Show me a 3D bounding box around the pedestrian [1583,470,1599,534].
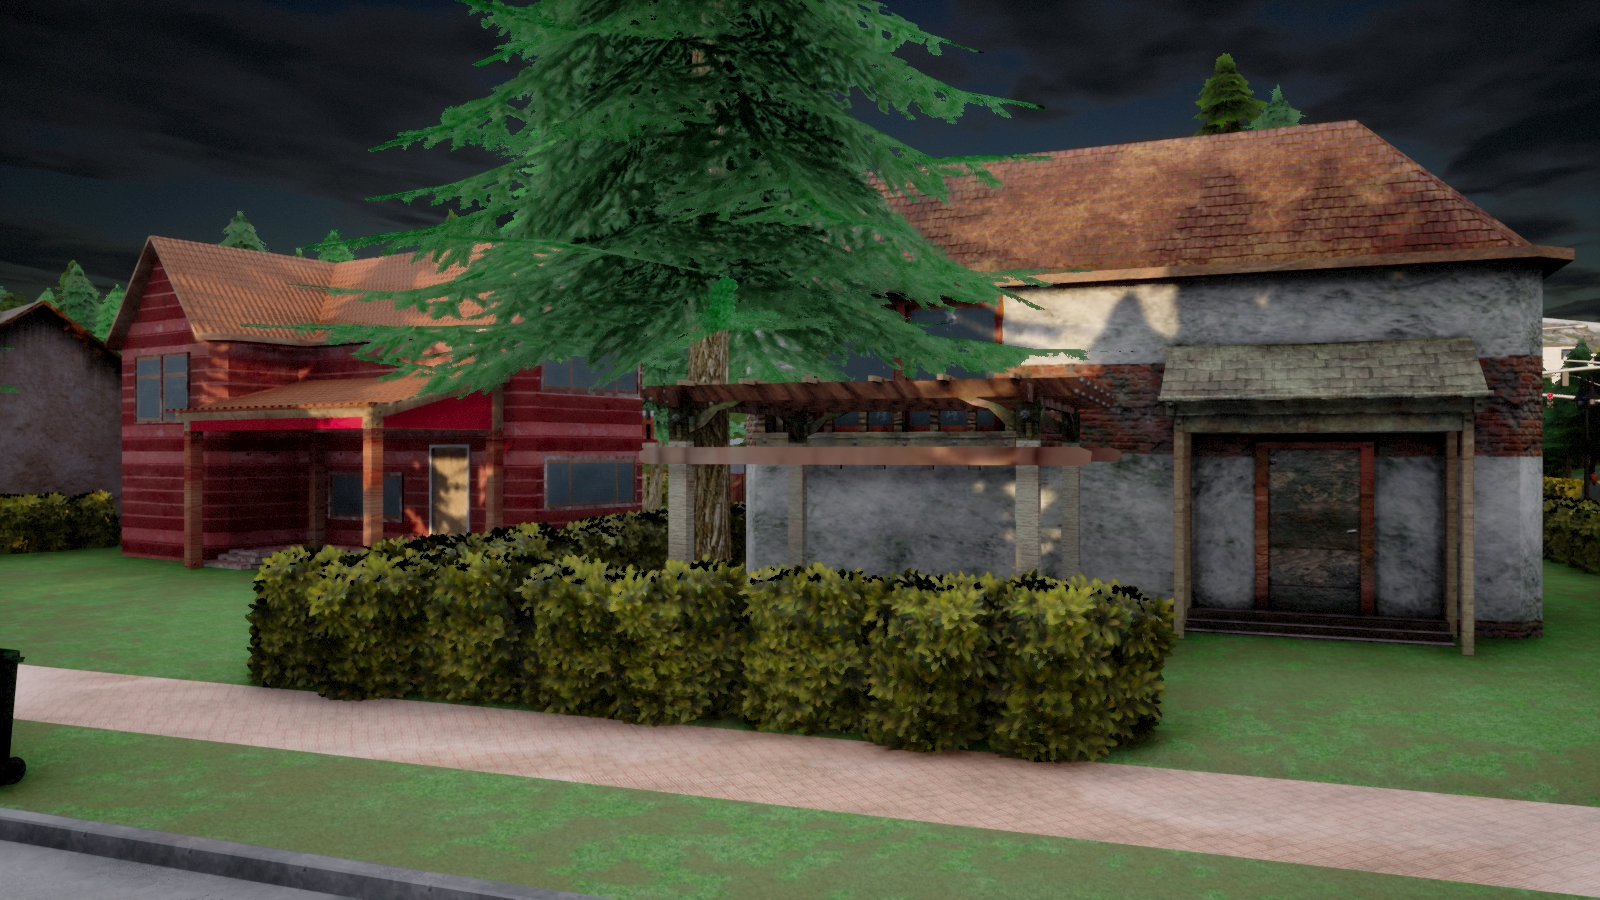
[{"bbox_3d":[22.969,1.501,33.101,0.375,1.860,0.375,0,0,19],"label":"pedestrian"}]
